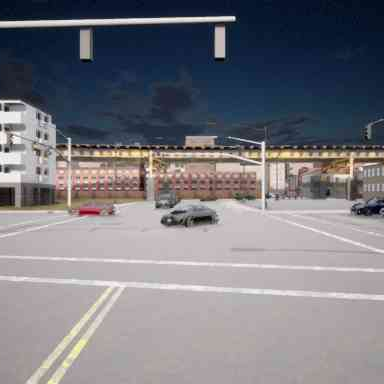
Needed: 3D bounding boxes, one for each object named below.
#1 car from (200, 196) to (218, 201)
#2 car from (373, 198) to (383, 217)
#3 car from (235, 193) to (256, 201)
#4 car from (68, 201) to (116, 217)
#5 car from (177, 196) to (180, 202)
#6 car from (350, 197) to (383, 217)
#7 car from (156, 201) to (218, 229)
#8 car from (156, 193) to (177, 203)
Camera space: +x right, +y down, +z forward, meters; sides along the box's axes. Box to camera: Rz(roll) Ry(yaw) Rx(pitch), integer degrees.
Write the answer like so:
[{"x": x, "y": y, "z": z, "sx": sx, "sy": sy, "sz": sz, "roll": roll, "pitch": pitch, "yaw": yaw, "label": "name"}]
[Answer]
[{"x": 3.998, "y": 1.540, "z": 76.439, "sx": 2.033, "sy": 1.411, "sz": 5.357, "roll": 0, "pitch": 0, "yaw": 35, "label": "car"}, {"x": 17.282, "y": 1.393, "z": 26.086, "sx": 4.674, "sy": 1.442, "sz": 1.812, "roll": -1, "pitch": 0, "yaw": 1, "label": "car"}, {"x": 13.436, "y": 1.225, "z": 84.038, "sx": 5.566, "sy": 2.045, "sz": 2.150, "roll": 0, "pitch": 0, "yaw": -24, "label": "car"}, {"x": -9.202, "y": 1.559, "z": 30.662, "sx": 4.181, "sy": 1.385, "sz": 1.994, "roll": 0, "pitch": 0, "yaw": 2, "label": "car"}, {"x": -3.642, "y": 1.221, "z": 55.962, "sx": 2.150, "sy": 2.045, "sz": 5.566, "roll": 0, "pitch": 0, "yaw": 0, "label": "car"}, {"x": 16.593, "y": 1.231, "z": 29.582, "sx": 4.553, "sy": 1.767, "sz": 2.097, "roll": -1, "pitch": 0, "yaw": 1, "label": "car"}, {"x": -0.121, "y": 1.532, "z": 21.671, "sx": 1.994, "sy": 1.385, "sz": 4.181, "roll": -1, "pitch": 0, "yaw": 40, "label": "car"}, {"x": -3.631, "y": 1.221, "z": 45.559, "sx": 2.150, "sy": 2.045, "sz": 5.566, "roll": 0, "pitch": 0, "yaw": 1, "label": "car"}]
